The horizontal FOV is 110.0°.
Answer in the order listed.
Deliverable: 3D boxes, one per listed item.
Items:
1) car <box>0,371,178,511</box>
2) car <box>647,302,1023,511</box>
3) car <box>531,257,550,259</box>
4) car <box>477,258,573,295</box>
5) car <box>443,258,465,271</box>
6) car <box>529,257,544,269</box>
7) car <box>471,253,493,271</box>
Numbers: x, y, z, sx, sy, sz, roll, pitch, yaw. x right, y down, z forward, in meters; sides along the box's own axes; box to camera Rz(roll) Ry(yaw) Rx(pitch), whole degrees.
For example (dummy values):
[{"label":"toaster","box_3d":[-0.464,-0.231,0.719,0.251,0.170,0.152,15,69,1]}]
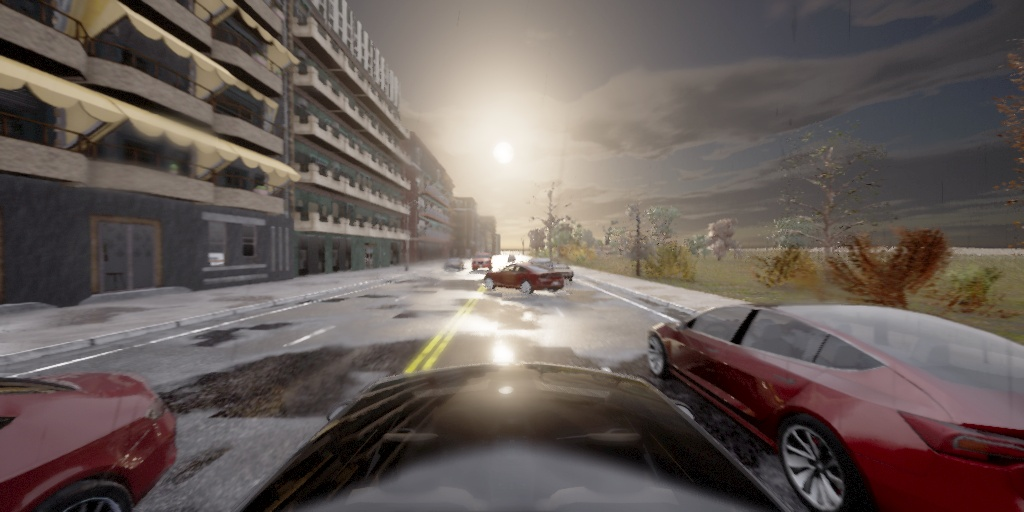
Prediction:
[{"label":"car","box_3d":[-3.349,1.284,0.707,1.812,1.442,4.674,0,0,0]},{"label":"car","box_3d":[3.249,1.234,4.174,2.163,1.488,4.792,0,0,0]},{"label":"car","box_3d":[3.239,0.959,37.175,2.163,1.488,4.792,0,0,0]},{"label":"car","box_3d":[0.495,1.085,18.716,1.882,1.535,5.008,0,1,-39]},{"label":"car","box_3d":[-6.595,0.967,41.369,2.033,1.411,5.357,0,0,0]},{"label":"car","box_3d":[3.236,0.892,48.145,1.812,1.442,4.674,0,0,0]},{"label":"car","box_3d":[-3.345,0.643,41.172,2.150,2.045,5.566,0,0,0]}]
